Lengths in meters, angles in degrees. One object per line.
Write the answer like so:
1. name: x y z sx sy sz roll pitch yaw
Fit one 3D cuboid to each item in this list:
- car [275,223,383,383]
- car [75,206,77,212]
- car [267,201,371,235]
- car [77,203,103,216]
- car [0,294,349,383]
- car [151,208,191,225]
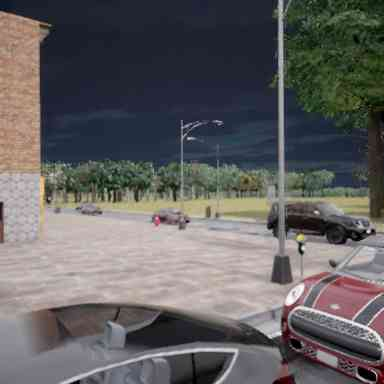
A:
1. car: 3.234 1.467 5.132 4.097 1.590 1.967 0 -1 -36
2. car: -18.988 2.707 58.302 1.837 1.490 4.892 -1 -2 -36
3. car: 6.482 1.492 17.480 2.150 2.045 5.566 -1 -1 -36
4. car: -13.954 2.537 46.274 1.994 1.385 4.181 -1 -1 -35
5. car: -1.190 1.566 1.973 4.313 1.339 1.947 0 -1 -36
6. car: -1.912 2.120 29.267 1.994 1.385 4.181 -1 -1 -35
